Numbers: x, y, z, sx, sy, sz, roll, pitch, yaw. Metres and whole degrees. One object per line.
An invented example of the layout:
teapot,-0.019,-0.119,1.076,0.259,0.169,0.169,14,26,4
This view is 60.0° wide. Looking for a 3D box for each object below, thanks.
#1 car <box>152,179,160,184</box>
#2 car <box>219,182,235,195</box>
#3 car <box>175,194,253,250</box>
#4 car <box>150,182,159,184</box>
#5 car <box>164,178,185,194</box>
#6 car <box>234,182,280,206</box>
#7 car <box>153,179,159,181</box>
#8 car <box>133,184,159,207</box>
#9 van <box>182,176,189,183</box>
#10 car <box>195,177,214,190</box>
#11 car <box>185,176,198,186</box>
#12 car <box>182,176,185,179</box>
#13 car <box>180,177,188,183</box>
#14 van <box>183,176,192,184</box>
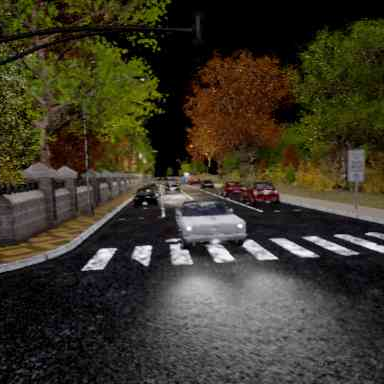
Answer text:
car,-10.116,-2.994,93.622,1.887,1.381,4.507,-3,3,-5
car,3.746,-0.317,32.151,1.887,1.381,4.507,-3,3,-5
car,0.433,0.966,11.393,1.895,1.301,4.718,-2,3,-5
car,-4.091,0.054,31.413,1.947,1.339,4.313,-3,3,-5
car,-2.500,-0.639,41.626,2.128,1.511,4.902,-3,3,-5
car,4.633,0.000,23.501,1.967,1.590,4.097,-3,3,-5
car,-7.377,-1.616,65.345,2.008,1.369,4.403,-3,3,-5
car,-3.545,0.331,25.759,1.947,1.339,4.313,-3,3,-5
van,-1.741,-3.273,88.694,1.690,1.788,3.998,-3,3,-5
car,2.104,-1.125,49.118,1.947,1.339,4.313,-3,3,-5
car,0.448,-2.201,66.071,2.192,1.841,5.009,-3,3,-5
car,-0.641,-2.626,77.388,1.967,1.590,4.097,-3,3,-5
car,-2.283,-3.449,94.355,1.967,1.590,4.097,-3,3,-5
van,-1.194,-2.999,83.039,1.690,1.788,3.998,-3,3,-5
